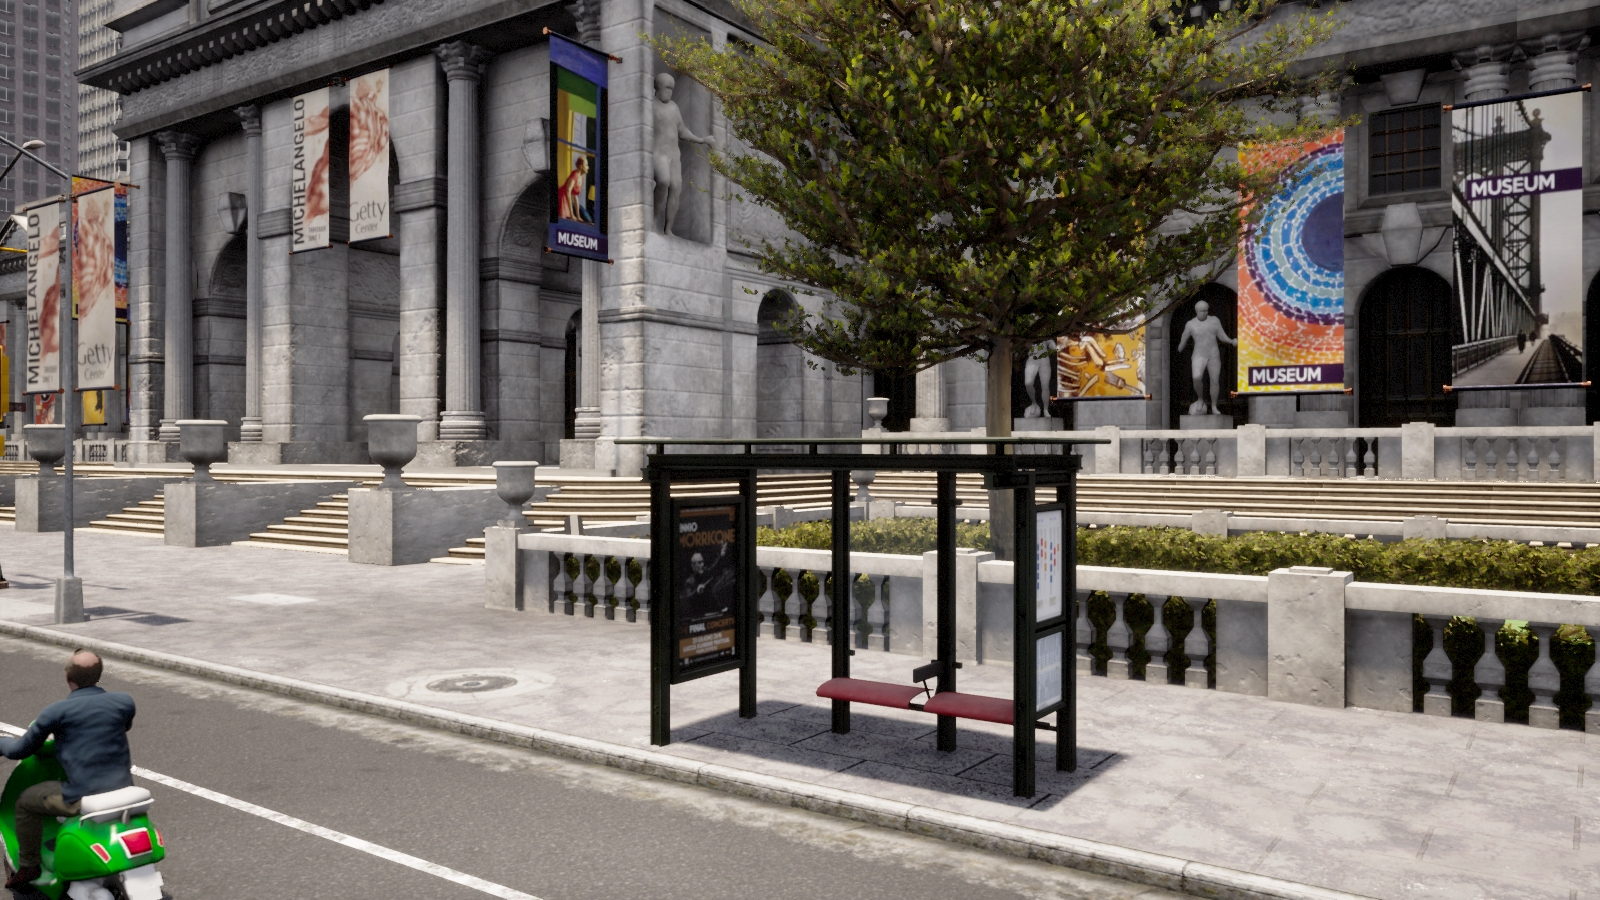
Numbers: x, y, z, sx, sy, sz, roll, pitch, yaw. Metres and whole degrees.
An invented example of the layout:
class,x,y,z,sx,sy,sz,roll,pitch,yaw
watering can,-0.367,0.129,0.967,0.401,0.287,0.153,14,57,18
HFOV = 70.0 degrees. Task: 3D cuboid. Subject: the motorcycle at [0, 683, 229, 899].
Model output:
class,x,y,z,sx,sy,sz,roll,pitch,yaw
motorcycle,-4.306,2.179,6.811,1.805,1.236,0.856,0,0,35
